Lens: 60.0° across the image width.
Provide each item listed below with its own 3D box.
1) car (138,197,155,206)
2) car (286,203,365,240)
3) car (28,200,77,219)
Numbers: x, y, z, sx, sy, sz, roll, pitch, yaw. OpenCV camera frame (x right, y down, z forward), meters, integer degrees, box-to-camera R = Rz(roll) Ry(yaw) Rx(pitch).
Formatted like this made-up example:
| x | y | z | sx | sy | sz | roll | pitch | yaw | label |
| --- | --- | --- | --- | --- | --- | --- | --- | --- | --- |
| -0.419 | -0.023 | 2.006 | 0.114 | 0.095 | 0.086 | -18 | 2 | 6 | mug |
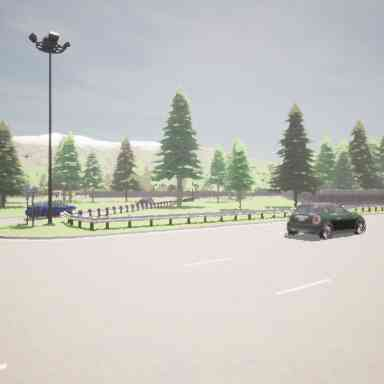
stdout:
| x | y | z | sx | sy | sz | roll | pitch | yaw | label |
| --- | --- | --- | --- | --- | --- | --- | --- | --- | --- |
| -7.231 | 1.525 | 53.455 | 1.812 | 1.442 | 4.674 | 0 | 0 | 7 | car |
| 7.026 | 1.353 | 17.331 | 4.553 | 1.767 | 2.097 | 0 | 0 | -35 | car |
| -12.183 | 1.477 | 29.233 | 1.882 | 1.535 | 5.008 | 0 | 0 | 17 | car |
